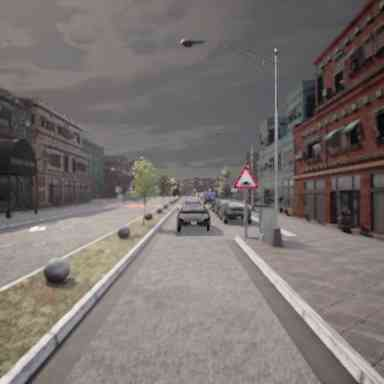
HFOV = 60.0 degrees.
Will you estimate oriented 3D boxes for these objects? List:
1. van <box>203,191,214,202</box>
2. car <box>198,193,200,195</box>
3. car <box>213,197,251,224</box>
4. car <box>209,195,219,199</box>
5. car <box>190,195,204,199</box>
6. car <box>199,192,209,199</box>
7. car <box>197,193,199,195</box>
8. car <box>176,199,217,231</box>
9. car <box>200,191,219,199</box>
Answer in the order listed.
[{"bbox_3d":[2.986,0.884,62.390,1.878,1.987,4.442,0,0,0],"label":"van"},{"bbox_3d":[2.985,1.089,67.789,2.231,1.521,4.892,0,0,0],"label":"car"},{"bbox_3d":[2.992,1.358,23.616,2.231,1.521,4.892,0,0,0],"label":"car"},{"bbox_3d":[2.991,1.322,29.263,2.231,1.521,4.892,0,0,0],"label":"car"},{"bbox_3d":[0.082,1.381,38.263,1.895,1.301,4.718,0,0,0],"label":"car"},{"bbox_3d":[2.982,0.923,84.325,2.185,1.767,4.553,0,0,0],"label":"car"},{"bbox_3d":[2.982,0.933,78.805,2.185,1.767,4.553,0,0,0],"label":"car"},{"bbox_3d":[0.096,1.390,19.795,2.128,1.511,4.902,0,0,0],"label":"car"},{"bbox_3d":[2.988,0.920,51.259,2.435,2.045,5.566,0,0,0],"label":"car"}]
